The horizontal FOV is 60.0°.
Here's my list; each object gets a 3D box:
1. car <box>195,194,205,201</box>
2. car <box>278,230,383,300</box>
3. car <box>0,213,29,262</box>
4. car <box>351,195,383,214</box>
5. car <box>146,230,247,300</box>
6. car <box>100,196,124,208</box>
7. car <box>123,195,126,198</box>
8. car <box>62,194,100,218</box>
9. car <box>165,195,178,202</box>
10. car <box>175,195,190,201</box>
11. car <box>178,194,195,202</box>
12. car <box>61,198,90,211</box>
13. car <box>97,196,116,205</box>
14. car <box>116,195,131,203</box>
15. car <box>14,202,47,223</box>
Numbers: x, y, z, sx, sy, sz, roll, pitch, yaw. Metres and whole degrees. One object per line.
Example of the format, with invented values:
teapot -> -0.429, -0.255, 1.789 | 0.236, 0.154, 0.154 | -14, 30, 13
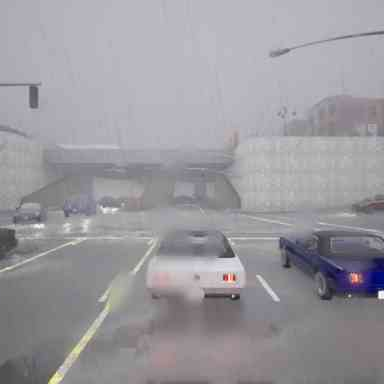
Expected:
car -> 1.506, 1.354, 85.426 | 2.097, 1.767, 4.553 | 0, 0, 28
car -> 3.591, 1.601, 8.321 | 1.895, 1.301, 4.718 | 0, 0, 0
car -> -7.019, 1.547, 9.321 | 2.033, 1.411, 5.357 | 0, 0, 1
car -> 15.847, 0.972, 28.407 | 4.181, 1.385, 1.994 | -7, 0, 0
car -> 0.091, 1.601, 8.315 | 1.895, 1.301, 4.718 | 0, 0, 0
car -> -11.286, 1.563, 46.828 | 1.994, 1.385, 4.181 | 0, 0, -1
car -> -11.603, 1.525, 62.108 | 1.812, 1.442, 4.674 | 0, 0, -1
car -> -10.365, 1.221, 31.109 | 2.150, 2.045, 5.566 | 0, 0, -8
car -> -4.660, 1.354, 75.532 | 2.097, 1.767, 4.553 | 0, 0, 6
car -> -2.295, 1.477, 85.395 | 1.882, 1.535, 5.008 | 0, 0, 24
car -> -1.159, 1.524, 75.425 | 2.128, 1.511, 4.902 | 0, 0, 6
car -> -14.679, 1.547, 42.282 | 2.033, 1.411, 5.357 | 0, 0, -2
car -> -15.043, 1.491, 58.732 | 2.128, 1.511, 4.902 | 0, 0, -1
car -> -15.264, 1.524, 74.071 | 2.128, 1.511, 4.902 | 0, 0, 2
car -> -12.219, 1.525, 25.320 | 1.812, 1.442, 4.674 | 0, 0, -17
